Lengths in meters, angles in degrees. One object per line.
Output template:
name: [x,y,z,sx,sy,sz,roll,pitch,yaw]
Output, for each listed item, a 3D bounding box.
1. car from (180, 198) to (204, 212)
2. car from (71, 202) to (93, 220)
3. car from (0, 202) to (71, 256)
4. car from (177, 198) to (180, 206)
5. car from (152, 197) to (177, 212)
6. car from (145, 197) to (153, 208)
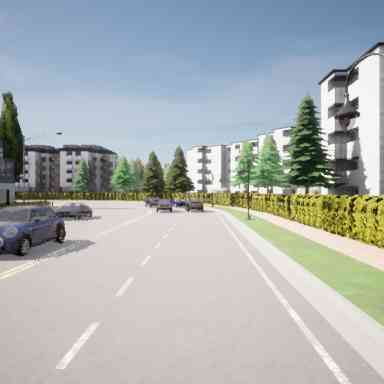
car: [0.191,1.491,38.793,2.128,1.511,4.902,0,0,-6]
car: [-9.807,1.564,27.885,1.994,1.385,4.181,0,0,1]
car: [-6.795,1.352,13.017,2.097,1.767,4.553,0,0,2]
car: [-1.959,1.601,48.838,1.895,1.301,4.718,0,0,-19]
car: [-3.217,1.547,38.220,2.033,1.411,5.357,0,0,-6]
car: [-5.612,1.491,48.574,2.128,1.511,4.902,0,0,-20]
